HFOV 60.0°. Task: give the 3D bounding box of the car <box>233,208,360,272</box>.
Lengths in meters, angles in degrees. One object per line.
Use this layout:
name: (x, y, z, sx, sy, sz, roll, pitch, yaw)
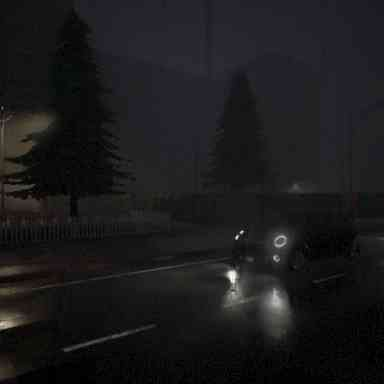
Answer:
car: (3.468, 1.345, 10.854, 4.553, 1.767, 2.097, 0, 0, -36)
